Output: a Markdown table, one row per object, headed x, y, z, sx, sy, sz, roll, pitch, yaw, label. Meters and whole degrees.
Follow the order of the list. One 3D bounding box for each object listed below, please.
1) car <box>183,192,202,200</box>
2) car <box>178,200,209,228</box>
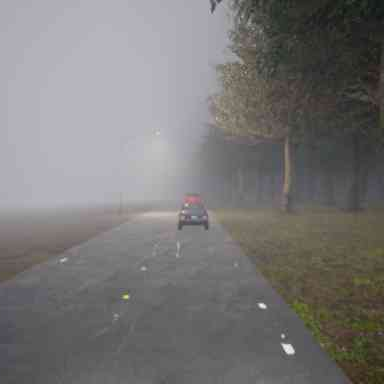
| x | y | z | sx | sy | sz | roll | pitch | yaw | label |
| --- | --- | --- | --- | --- | --- | --- | --- | --- | --- |
| 0.051 | 1.010 | 40.815 | 2.150 | 2.045 | 5.566 | 0 | 0 | 0 | car |
| 0.077 | 1.433 | 20.946 | 2.033 | 1.411 | 5.357 | 0 | 0 | 0 | car |
